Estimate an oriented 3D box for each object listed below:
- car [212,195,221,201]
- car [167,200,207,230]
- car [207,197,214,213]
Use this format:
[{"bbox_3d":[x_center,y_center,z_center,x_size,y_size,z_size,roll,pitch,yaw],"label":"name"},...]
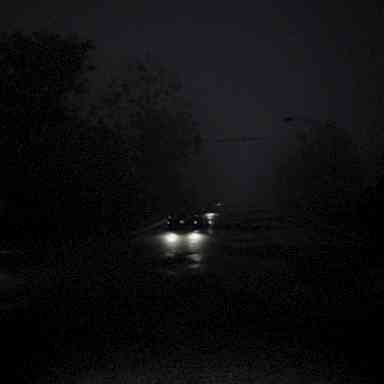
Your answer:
[{"bbox_3d":[4.821,1.378,67.588,1.882,1.535,5.008,-1,1,8],"label":"car"},{"bbox_3d":[-0.393,1.650,25.042,2.150,2.045,5.566,-1,0,6],"label":"car"},{"bbox_3d":[1.622,1.836,42.156,1.837,1.490,4.892,-1,1,7],"label":"car"}]
